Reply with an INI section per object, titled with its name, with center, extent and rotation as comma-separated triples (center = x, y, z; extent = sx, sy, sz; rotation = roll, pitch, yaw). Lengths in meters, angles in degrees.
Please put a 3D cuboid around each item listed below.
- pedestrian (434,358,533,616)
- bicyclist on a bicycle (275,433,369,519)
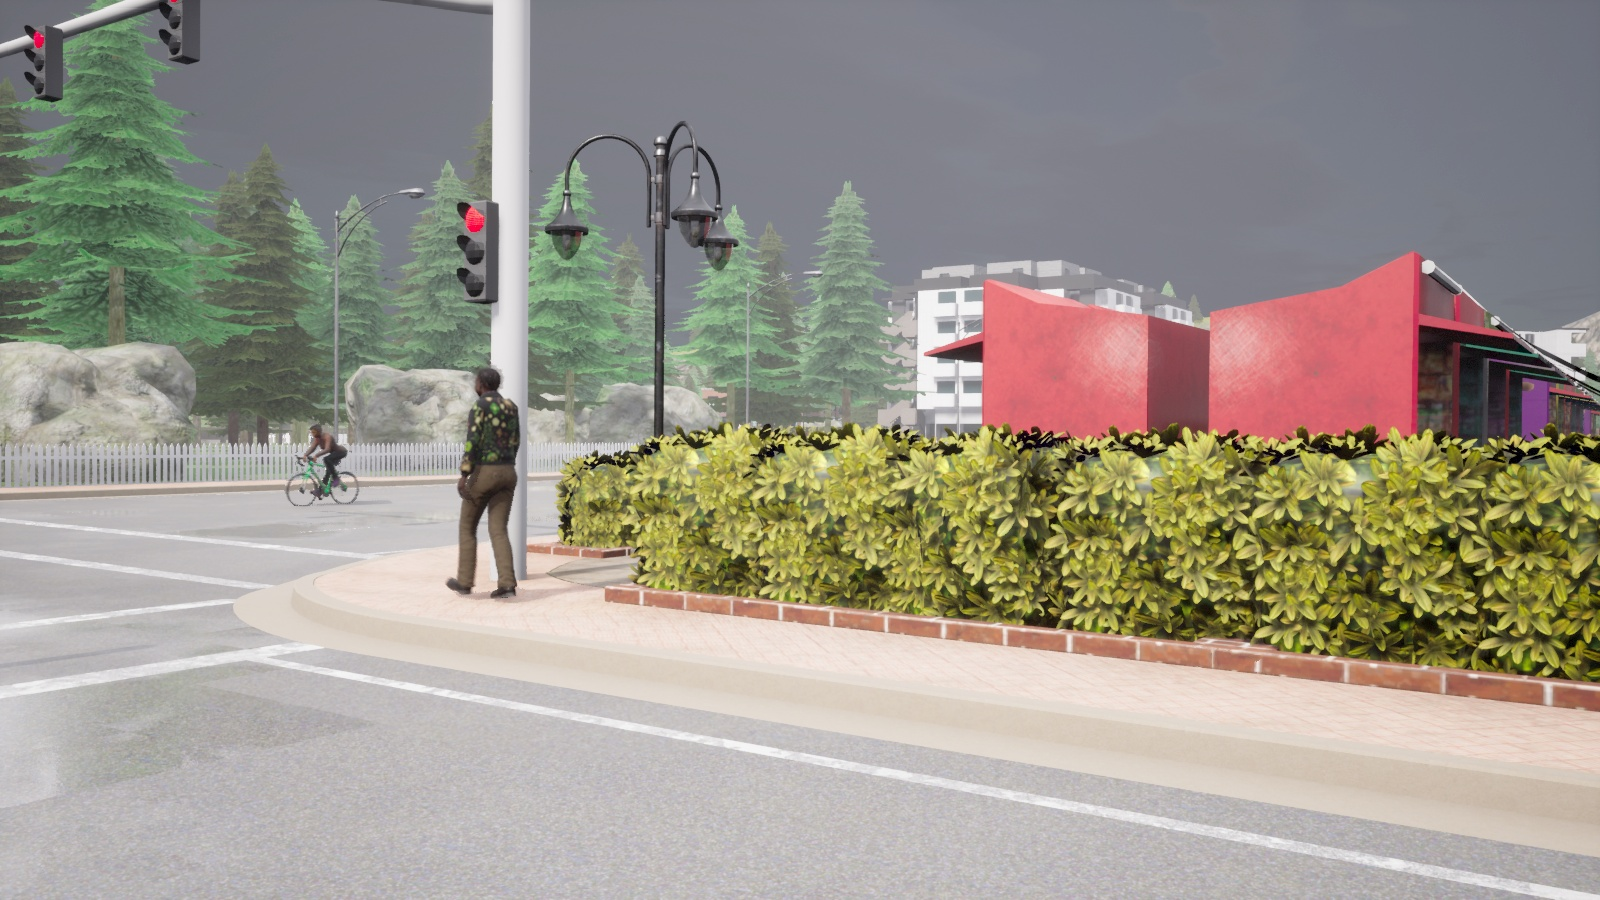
[pedestrian]
center = -2.467, 0.274, 9.781
extent = 0.692, 1.930, 0.395
rotation = 0, 1, 40
[bicyclist on a bicycle]
center = -9.430, 0.486, 24.824
extent = 0.582, 1.620, 1.656
rotation = 0, 1, 34
